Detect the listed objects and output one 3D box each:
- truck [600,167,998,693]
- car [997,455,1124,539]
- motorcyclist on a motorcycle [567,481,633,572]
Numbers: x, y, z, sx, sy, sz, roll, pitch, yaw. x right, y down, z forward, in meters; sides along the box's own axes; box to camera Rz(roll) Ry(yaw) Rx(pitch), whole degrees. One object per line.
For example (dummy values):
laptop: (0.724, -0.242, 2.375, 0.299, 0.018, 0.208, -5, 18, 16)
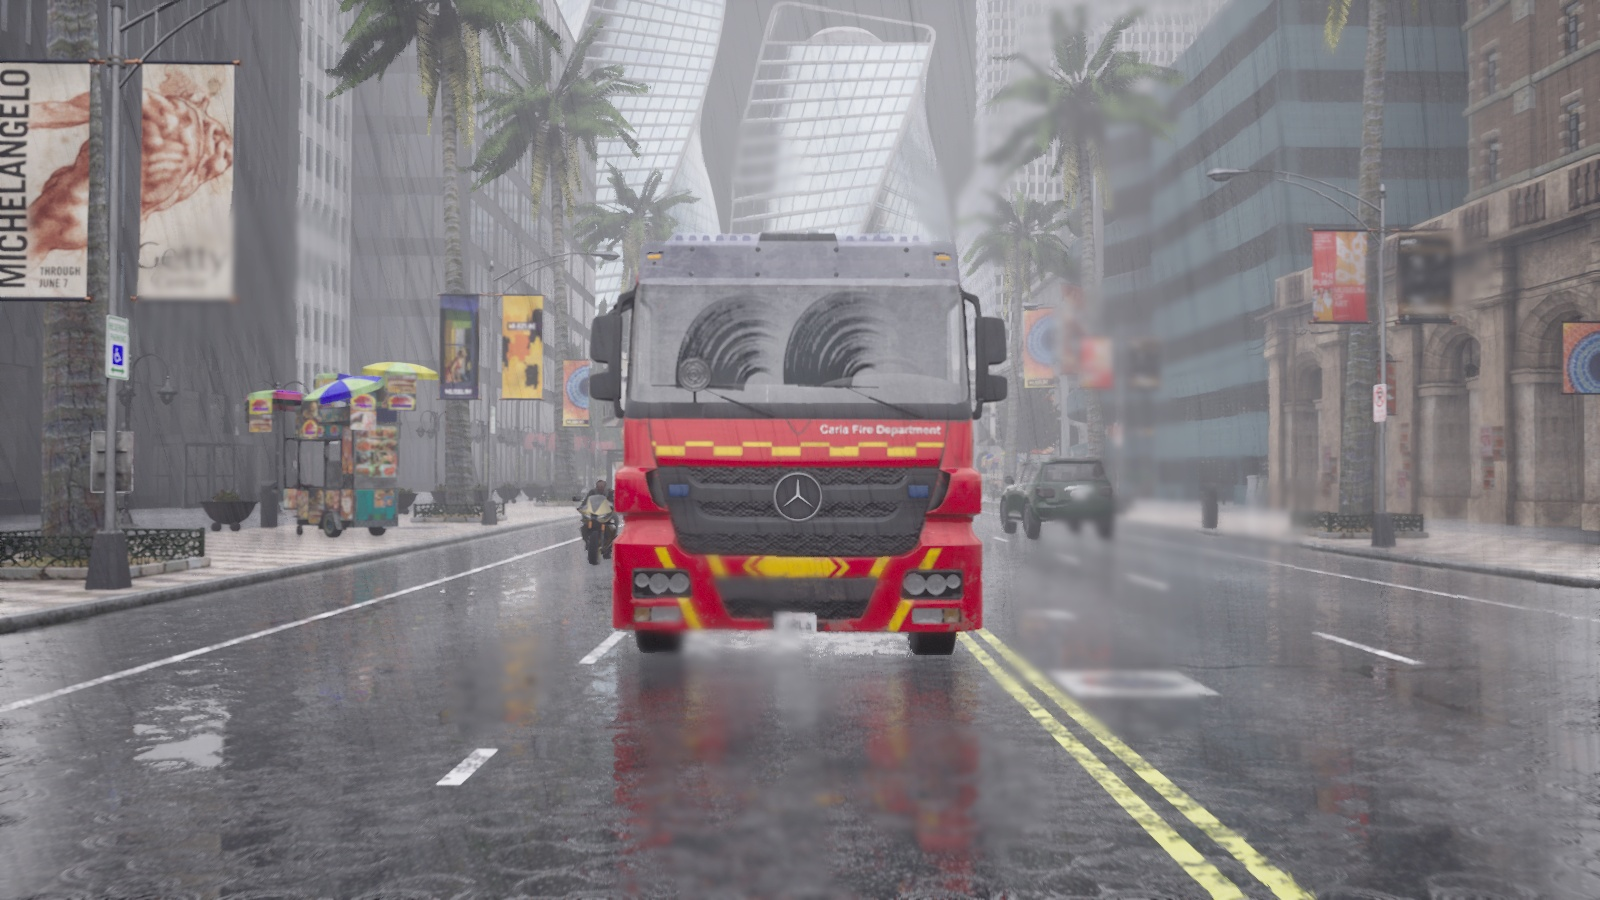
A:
truck: (-0.024, -0.068, 13.389, 2.891, 3.827, 8.468, 0, -1, 0)
car: (6.779, 1.199, 33.355, 2.150, 2.045, 5.566, 0, -1, -1)
motorcyclist on a motorcycle: (-3.573, 1.335, 22.597, 0.866, 1.530, 2.191, 0, -1, -1)
